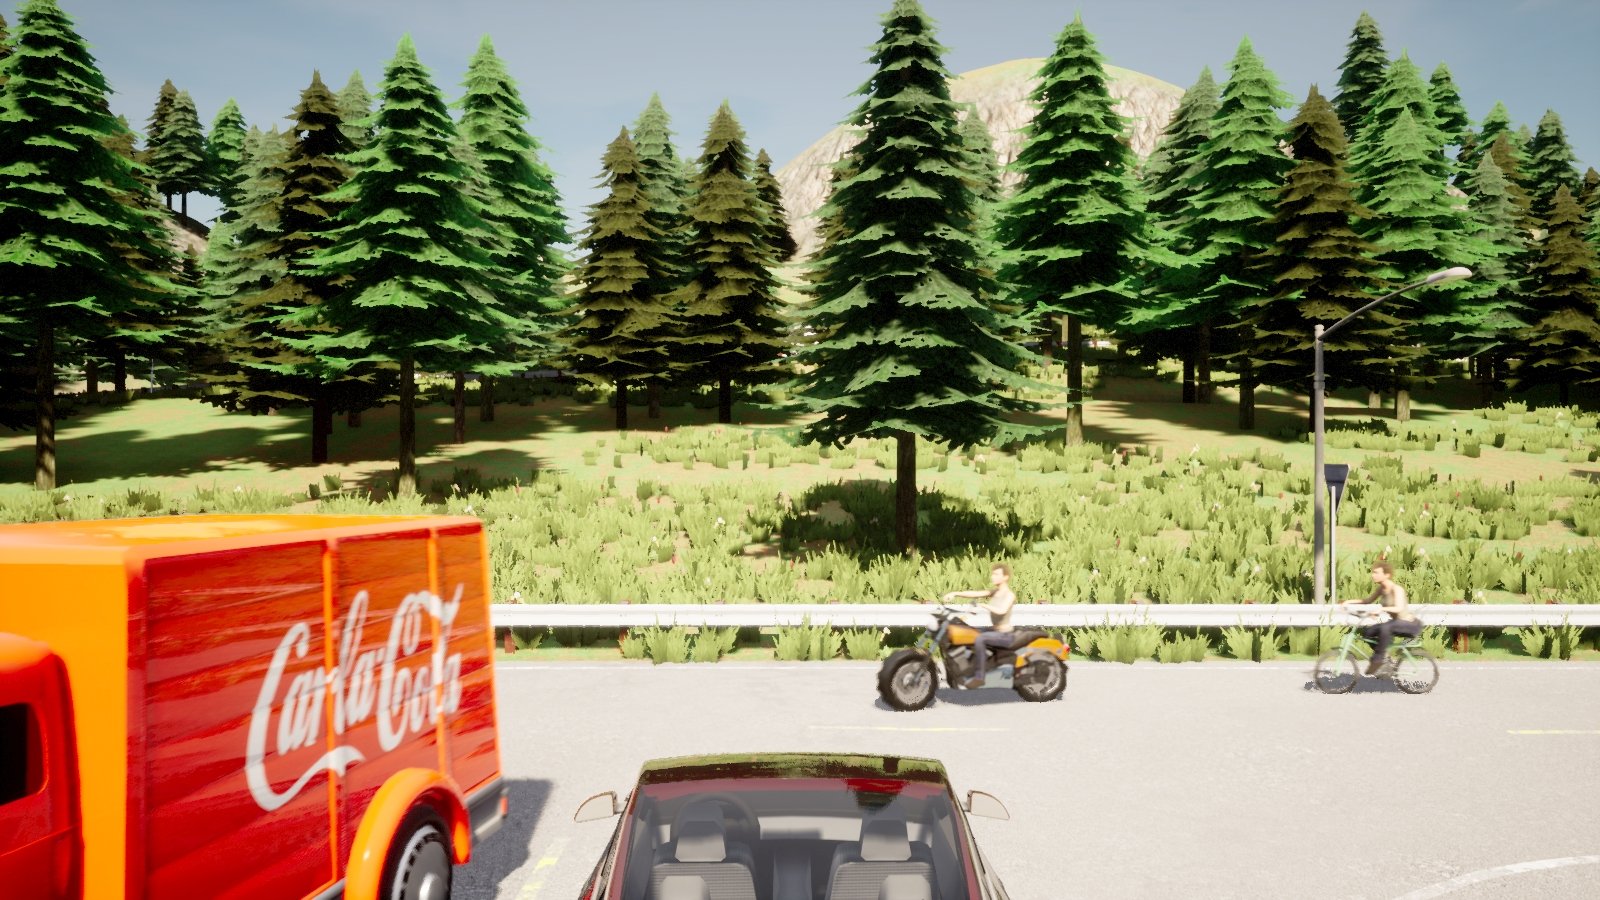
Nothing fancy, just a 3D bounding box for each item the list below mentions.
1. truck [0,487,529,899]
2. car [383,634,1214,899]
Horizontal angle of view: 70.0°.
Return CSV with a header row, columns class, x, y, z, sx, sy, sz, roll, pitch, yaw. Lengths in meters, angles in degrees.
class,x,y,z,sx,sy,sz,roll,pitch,yaw
truck,-3.388,1.442,5.038,2.627,2.467,5.204,0,-1,7
car,-0.030,1.935,5.116,2.163,1.488,4.792,0,-1,-1
